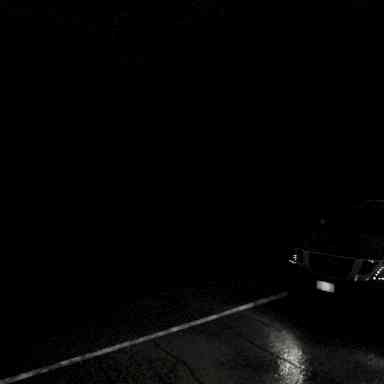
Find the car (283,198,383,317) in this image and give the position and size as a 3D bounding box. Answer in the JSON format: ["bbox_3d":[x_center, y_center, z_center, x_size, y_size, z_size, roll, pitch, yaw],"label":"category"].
[{"bbox_3d":[4.303,1.173,7.231,5.566,2.045,2.150,-1,1,-40],"label":"car"}]
